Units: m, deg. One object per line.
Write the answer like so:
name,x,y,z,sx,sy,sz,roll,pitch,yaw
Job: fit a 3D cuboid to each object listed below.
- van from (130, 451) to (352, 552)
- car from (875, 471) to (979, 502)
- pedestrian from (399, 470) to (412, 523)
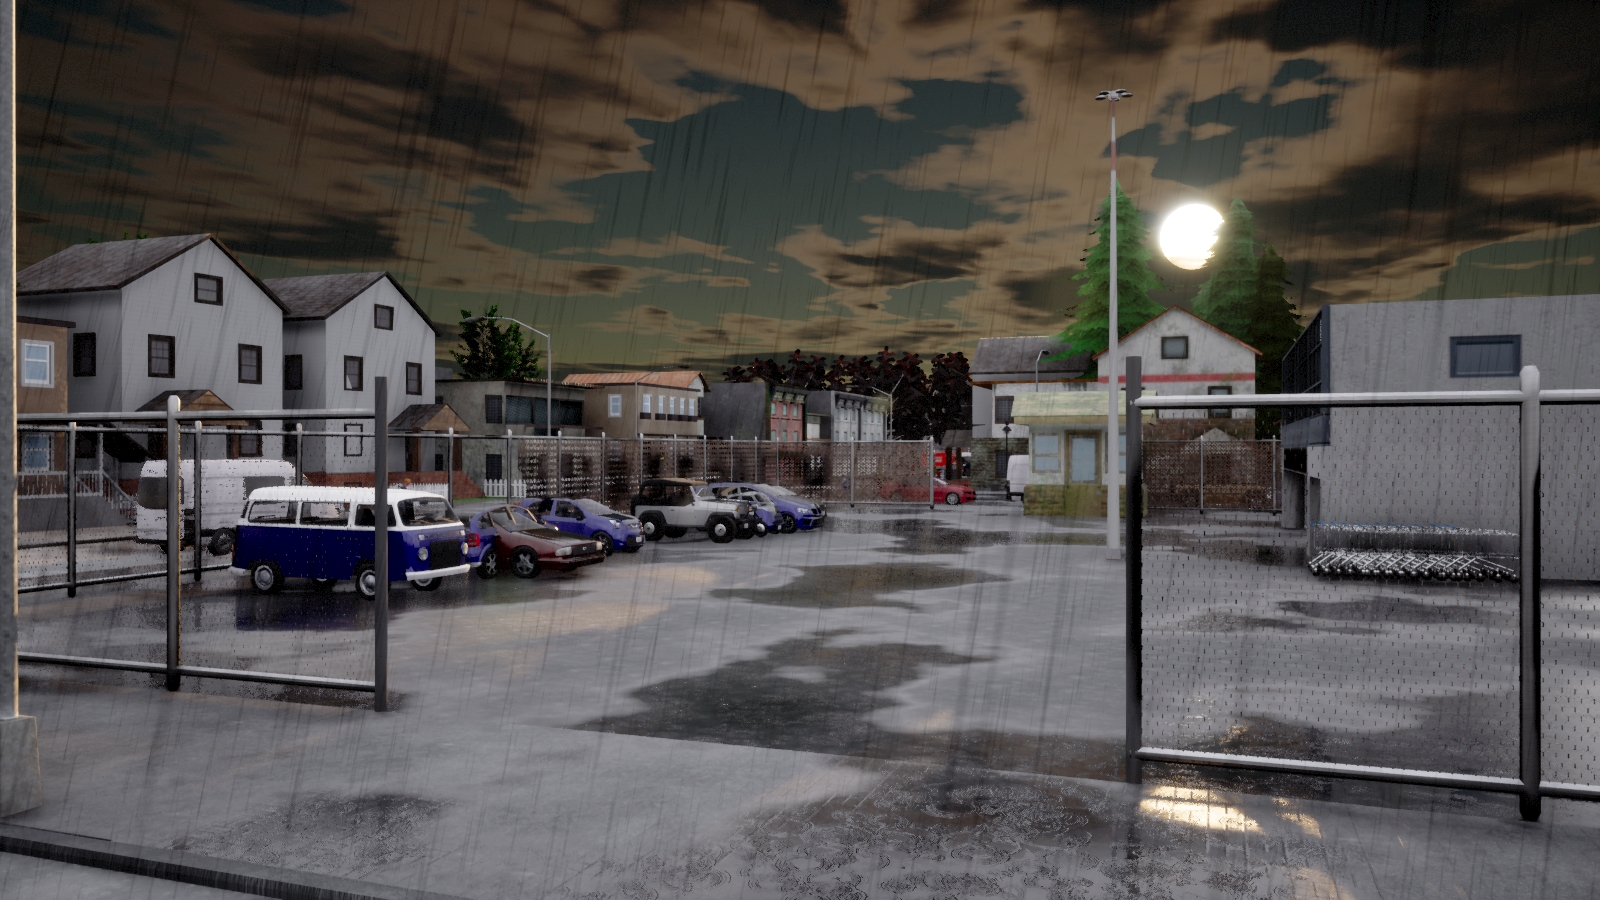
van,-15.612,1.319,32.379,1.988,2.561,5.915,0,0,20
car,6.521,1.842,58.395,4.892,1.480,2.231,0,0,19
pedestrian,-13.856,1.633,40.170,0.375,1.860,0.375,0,0,-29
